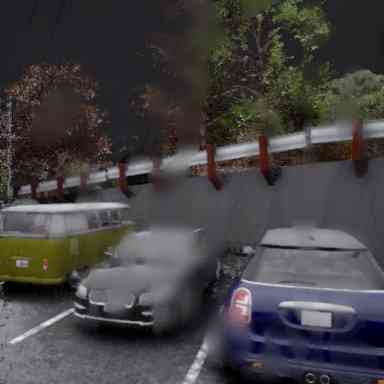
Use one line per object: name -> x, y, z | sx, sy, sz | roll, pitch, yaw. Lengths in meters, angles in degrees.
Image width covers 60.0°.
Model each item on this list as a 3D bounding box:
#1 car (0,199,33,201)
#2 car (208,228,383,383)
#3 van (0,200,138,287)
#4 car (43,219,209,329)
car -> -7.967, 1.281, 12.511 | 2.435, 2.045, 5.566 | 0, -1, 15
car -> 1.858, 1.366, 5.501 | 2.185, 1.767, 4.553 | 0, -1, 16
van -> -3.018, 1.288, 9.150 | 1.878, 1.987, 4.442 | 0, -1, 15
car -> -0.578, 1.504, 7.287 | 2.231, 1.521, 4.892 | 0, -1, 15
